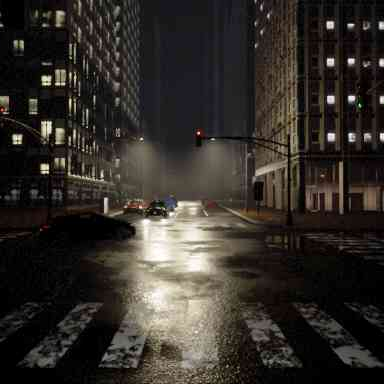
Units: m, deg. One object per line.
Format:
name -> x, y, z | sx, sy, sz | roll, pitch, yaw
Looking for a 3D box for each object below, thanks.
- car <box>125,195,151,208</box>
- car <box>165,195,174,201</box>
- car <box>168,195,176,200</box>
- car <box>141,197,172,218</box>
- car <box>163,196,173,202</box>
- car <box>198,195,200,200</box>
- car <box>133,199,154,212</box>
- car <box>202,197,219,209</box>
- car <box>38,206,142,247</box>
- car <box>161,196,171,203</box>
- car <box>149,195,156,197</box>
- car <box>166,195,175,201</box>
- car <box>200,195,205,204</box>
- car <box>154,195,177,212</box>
car -> -5.688, 1.453, 33.737 | 1.967, 1.590, 4.097 | 1, 0, 0
car -> -5.712, 1.578, 83.913 | 1.887, 1.381, 4.507 | 1, 0, 0
car -> -5.717, 1.605, 95.064 | 1.947, 1.339, 4.313 | 1, 0, 0
car -> -3.112, 1.516, 30.320 | 1.837, 1.490, 4.892 | 0, 0, 0
car -> -5.709, 1.582, 78.338 | 2.008, 1.369, 4.403 | 1, 0, 0
car -> 2.677, 1.590, 61.686 | 1.947, 1.339, 4.313 | 1, 0, 0
car -> -5.694, 1.597, 39.312 | 1.802, 1.307, 4.206 | 1, 0, 0
car -> 2.684, 1.599, 44.953 | 1.802, 1.307, 4.206 | 1, 0, 0
car -> -4.744, 1.571, 15.239 | 4.181, 1.385, 1.994 | 0, 0, -33
car -> -5.707, 1.573, 72.763 | 1.887, 1.381, 4.507 | 1, 0, 0
car -> -5.691, 1.332, 44.888 | 2.192, 1.841, 5.009 | 1, 0, 0
car -> -5.714, 1.587, 89.489 | 2.008, 1.369, 4.403 | 1, 0, 0
car -> 2.681, 1.547, 56.279 | 1.752, 1.417, 4.829 | 1, 0, 0
car -> -3.114, 1.493, 39.825 | 1.882, 1.535, 5.008 | 0, 0, 0
